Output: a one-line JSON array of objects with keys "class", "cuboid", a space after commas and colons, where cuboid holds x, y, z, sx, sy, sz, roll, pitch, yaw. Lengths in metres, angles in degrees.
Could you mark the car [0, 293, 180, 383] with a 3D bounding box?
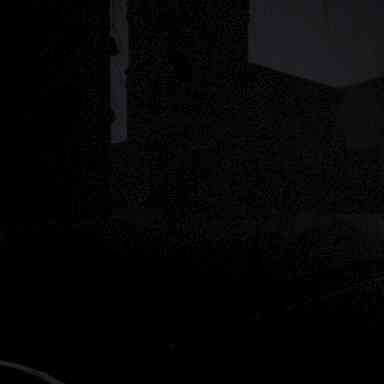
[{"class": "car", "cuboid": [-2.341, 1.492, 1.709, 4.902, 1.511, 2.128, 0, 0, -36]}]
